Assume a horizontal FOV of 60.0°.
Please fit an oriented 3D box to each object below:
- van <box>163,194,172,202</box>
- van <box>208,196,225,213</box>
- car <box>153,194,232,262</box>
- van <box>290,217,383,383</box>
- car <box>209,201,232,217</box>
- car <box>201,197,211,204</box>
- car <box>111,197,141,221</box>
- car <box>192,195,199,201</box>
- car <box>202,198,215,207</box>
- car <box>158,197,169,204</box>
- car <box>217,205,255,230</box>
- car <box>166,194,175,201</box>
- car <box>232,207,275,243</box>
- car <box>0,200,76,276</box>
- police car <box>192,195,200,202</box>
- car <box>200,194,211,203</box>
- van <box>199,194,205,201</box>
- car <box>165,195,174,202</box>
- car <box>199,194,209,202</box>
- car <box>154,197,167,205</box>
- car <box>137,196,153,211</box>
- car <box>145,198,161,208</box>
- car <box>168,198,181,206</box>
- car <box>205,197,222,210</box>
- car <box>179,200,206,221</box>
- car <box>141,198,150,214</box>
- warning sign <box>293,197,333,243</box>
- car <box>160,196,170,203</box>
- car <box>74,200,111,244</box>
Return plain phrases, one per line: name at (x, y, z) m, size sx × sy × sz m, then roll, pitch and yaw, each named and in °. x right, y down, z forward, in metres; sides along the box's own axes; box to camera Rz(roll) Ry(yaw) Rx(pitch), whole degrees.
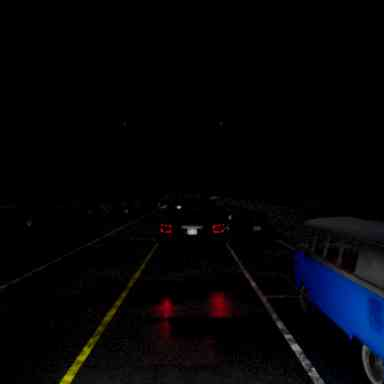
van at (-5.739, 1.490, 77.851) m, size 1.690 × 1.788 × 3.998 m, roll 0°, pitch 0°, yaw 0°
van at (2.775, 1.403, 38.597) m, size 1.690 × 1.788 × 3.998 m, roll 0°, pitch 0°, yaw 0°
car at (0.040, 1.240, 12.356) m, size 2.150 × 2.045 × 5.566 m, roll 0°, pitch 0°, yaw 1°
van at (2.766, 1.348, 4.942) m, size 1.690 × 1.788 × 3.998 m, roll 0°, pitch 0°, yaw 0°
car at (2.774, 1.597, 32.988) m, size 1.887 × 1.381 × 4.507 m, roll 0°, pitch 0°, yaw 0°
car at (2.783, 1.703, 66.642) m, size 1.802 × 1.307 × 4.206 m, roll 0°, pitch 0°, yaw 0°
car at (-5.753, 1.482, 27.366) m, size 1.967 × 1.590 × 4.097 m, roll 0°, pitch 0°, yaw 0°
car at (0.928, 1.716, 94.032) m, size 1.812 × 1.442 × 4.674 m, roll 0°, pitch 0°, yaw 0°
car at (2.780, 1.661, 55.424) m, size 1.947 × 1.339 × 4.313 m, roll 0°, pitch 0°, yaw 0°
car at (-5.742, 1.703, 66.632) m, size 1.802 × 1.307 × 4.206 m, roll 0°, pitch 0°, yaw 0°
car at (2.770, 1.598, 21.769) m, size 1.947 × 1.339 × 4.313 m, roll 0°, pitch 0°, yaw 0°
car at (-5.736, 1.492, 89.070) m, size 2.192 × 1.841 × 5.009 m, roll 0°, pitch 0°, yaw 0°
car at (2.769, 1.589, 16.160) m, size 1.947 × 1.339 × 4.313 m, roll 0°, pitch 0°, yaw 0°
car at (-5.757, 1.330, 10.538) m, size 2.192 × 1.841 × 5.009 m, roll 0°, pitch 0°, yaw 0°
police car at (0.924, 1.590, 84.142) m, size 1.930 × 1.638 × 5.238 m, roll 0°, pitch 0°, yaw 0°
car at (2.785, 1.450, 72.252) m, size 2.192 × 1.841 × 5.009 m, roll 0°, pitch 0°, yaw 0°
van at (2.791, 1.532, 94.688) m, size 1.690 × 1.788 × 3.998 m, roll 0°, pitch 0°, yaw 0°
car at (-5.737, 1.603, 83.460) m, size 1.967 × 1.590 × 4.097 m, roll 0°, pitch 0°, yaw 0°
car at (2.786, 1.464, 77.861) m, size 2.192 × 1.841 × 5.009 m, roll 0°, pitch 0°, yaw 0°
car at (-5.744, 1.658, 61.022) m, size 2.008 × 1.369 × 4.403 m, roll 0°, pitch 0°, yaw 0°
car at (-5.749, 1.377, 38.585) m, size 2.192 × 1.841 × 5.009 m, roll 0°, pitch 0°, yaw 0°
car at (-5.747, 1.649, 49.803) m, size 1.947 × 1.339 × 4.313 m, roll 0°, pitch 0°, yaw 0°
car at (-3.037, 1.703, 58.730) m, size 1.895 × 1.301 × 4.718 m, roll 0°, pitch 0°, yaw 1°
car at (2.777, 1.512, 44.206) m, size 1.967 × 1.590 × 4.097 m, roll 0°, pitch 0°, yaw 0°
car at (0.055, 1.536, 28.533) m, size 2.128 × 1.511 × 4.902 m, roll 0°, pitch 0°, yaw 0°
car at (-5.752, 1.603, 32.975) m, size 2.008 × 1.369 × 4.403 m, roll 0°, pitch 0°, yaw 0°
warning sign at (5.070, 1.135, 14.032) m, size 1.300 × 1.860 × 1.060 m, roll 0°, pitch 0°, yaw 0°
car at (-5.741, 1.659, 72.071) m, size 1.752 × 1.417 × 4.829 m, roll 0°, pitch 0°, yaw 0°
car at (-5.756, 1.338, 16.146) m, size 2.192 × 1.841 × 5.009 m, roll 0°, pitch 0°, yaw 0°
